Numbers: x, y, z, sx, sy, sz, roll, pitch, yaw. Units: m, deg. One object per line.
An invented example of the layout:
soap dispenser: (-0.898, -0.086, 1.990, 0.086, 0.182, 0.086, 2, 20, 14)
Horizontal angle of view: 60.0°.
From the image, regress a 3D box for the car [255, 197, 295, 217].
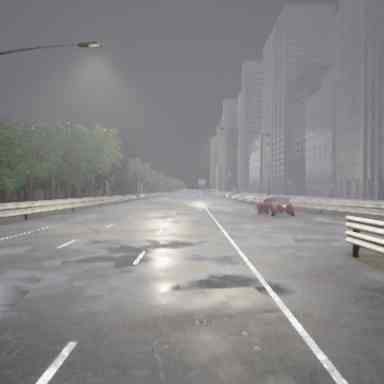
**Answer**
car: (7.438, 1.227, 30.266, 2.097, 1.767, 4.553, 0, 0, -10)
